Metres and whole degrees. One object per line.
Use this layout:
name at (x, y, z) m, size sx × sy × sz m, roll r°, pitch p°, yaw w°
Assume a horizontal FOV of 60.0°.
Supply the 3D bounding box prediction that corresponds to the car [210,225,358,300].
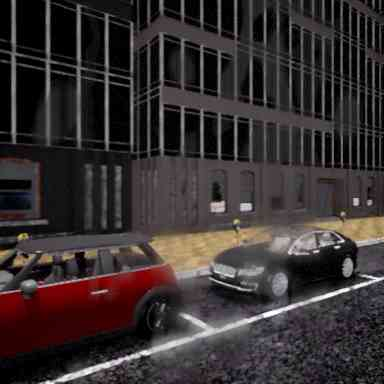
car at (2.431, 1.546, 8.295) m, size 4.403 × 1.369 × 2.008 m, roll 0°, pitch 0°, yaw -36°

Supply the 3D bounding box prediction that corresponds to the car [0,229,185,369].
car at (-2.203, 1.440, 4.990) m, size 4.097 × 1.590 × 1.967 m, roll 0°, pitch 0°, yaw -36°
